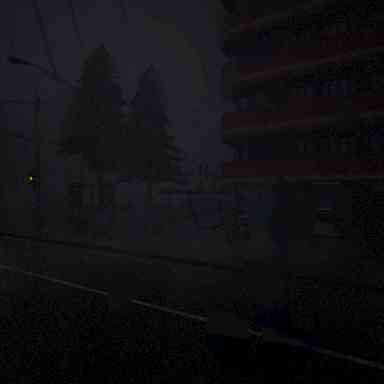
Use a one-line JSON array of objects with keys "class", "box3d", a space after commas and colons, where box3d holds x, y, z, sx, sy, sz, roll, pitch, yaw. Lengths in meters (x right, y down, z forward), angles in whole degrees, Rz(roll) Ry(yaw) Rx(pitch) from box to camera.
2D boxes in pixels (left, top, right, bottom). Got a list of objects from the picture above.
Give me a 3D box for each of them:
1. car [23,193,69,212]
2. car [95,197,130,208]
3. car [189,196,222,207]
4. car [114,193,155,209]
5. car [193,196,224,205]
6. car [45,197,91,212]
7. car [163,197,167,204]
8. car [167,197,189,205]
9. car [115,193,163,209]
[{"class": "car", "box3d": [-16.741, 1.166, 38.942, 2.150, 2.045, 5.566, 0, 0, 36]}, {"class": "car", "box3d": [-11.068, 1.470, 46.660, 1.812, 1.442, 4.674, 0, 0, 37]}, {"class": "car", "box3d": [2.197, 1.296, 46.154, 2.097, 1.767, 4.553, 0, 0, 43]}, {"class": "car", "box3d": [-7.761, 1.166, 45.357, 2.150, 2.045, 5.566, 0, 0, 37]}, {"class": "car", "box3d": [2.981, 1.492, 60.482, 5.357, 1.411, 2.033, 0, 0, -32]}, {"class": "car", "box3d": [-13.498, 1.545, 37.468, 1.895, 1.301, 4.718, 0, 0, 36]}, {"class": "car", "box3d": [-5.229, 1.470, 53.657, 4.674, 1.442, 1.812, 0, 0, -45]}, {"class": "car", "box3d": [-0.864, 1.492, 53.169, 5.357, 1.411, 2.033, 0, 0, -42]}, {"class": "car", "box3d": [-6.520, 1.166, 40.937, 2.150, 2.045, 5.566, 0, 0, 35]}]
